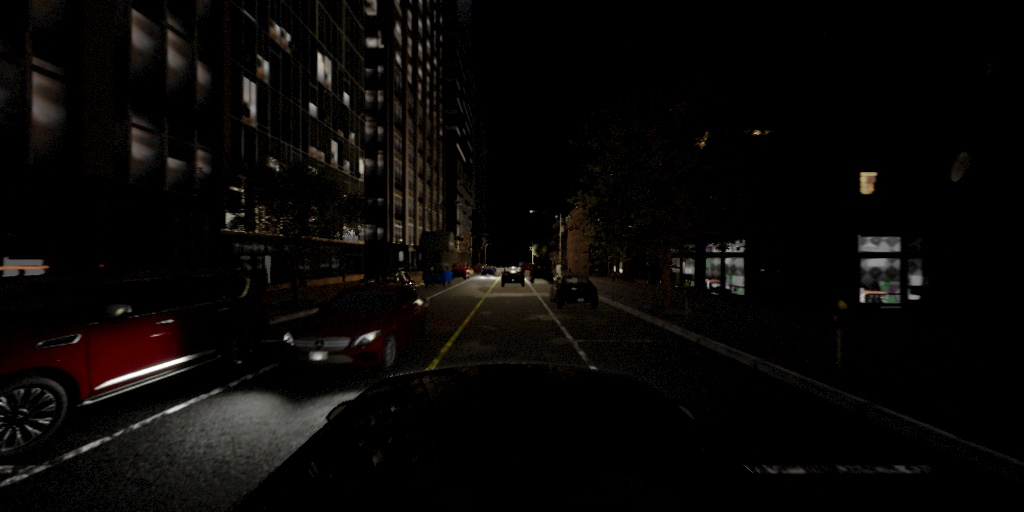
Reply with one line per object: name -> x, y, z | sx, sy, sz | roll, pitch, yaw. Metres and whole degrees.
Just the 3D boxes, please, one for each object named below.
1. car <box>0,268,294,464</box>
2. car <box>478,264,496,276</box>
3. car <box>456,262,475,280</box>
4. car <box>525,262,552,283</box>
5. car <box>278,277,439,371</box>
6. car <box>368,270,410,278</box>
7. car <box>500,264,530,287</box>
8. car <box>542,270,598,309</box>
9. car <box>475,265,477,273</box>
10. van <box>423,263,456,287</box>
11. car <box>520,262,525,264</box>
car -> -5.793, 1.116, 5.125 | 2.192, 1.841, 5.009 | 0, 0, 0
car -> -3.122, 2.038, 48.130 | 1.895, 1.301, 4.718 | 0, -1, 0
car -> -5.712, 1.618, 39.057 | 2.192, 1.841, 5.009 | 0, 0, 0
car -> 2.672, 1.535, 33.519 | 2.192, 1.841, 5.009 | 0, 0, 0
car -> -3.104, 1.370, 8.072 | 1.812, 1.442, 4.674 | 0, -1, 0
car -> -5.710, 1.406, 16.193 | 1.967, 1.591, 4.097 | 0, 0, 0
car -> 0.085, 1.649, 29.309 | 2.128, 1.511, 4.902 | 0, -1, 0
car -> 2.694, 1.515, 16.182 | 2.007, 1.370, 4.403 | 0, 0, 0
car -> -5.716, 1.911, 44.422 | 1.751, 1.417, 4.829 | 0, 0, 0
van -> -5.706, 1.481, 27.989 | 1.690, 1.789, 3.998 | 0, 0, 0
car -> 2.654, 1.944, 61.189 | 2.192, 1.841, 5.009 | 0, 0, 0
